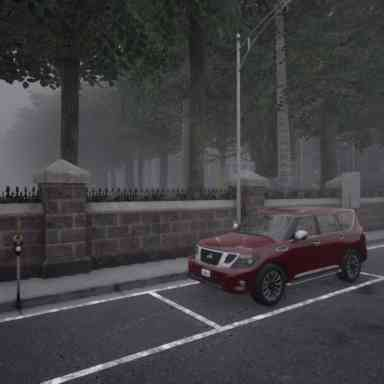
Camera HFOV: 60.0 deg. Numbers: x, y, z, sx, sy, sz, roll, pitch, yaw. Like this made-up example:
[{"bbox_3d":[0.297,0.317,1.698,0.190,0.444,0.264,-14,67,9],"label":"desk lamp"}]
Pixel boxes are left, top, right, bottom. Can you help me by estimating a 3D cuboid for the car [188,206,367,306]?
[{"bbox_3d":[2.326,1.314,8.194,5.009,1.841,2.192,0,0,-36],"label":"car"}]
